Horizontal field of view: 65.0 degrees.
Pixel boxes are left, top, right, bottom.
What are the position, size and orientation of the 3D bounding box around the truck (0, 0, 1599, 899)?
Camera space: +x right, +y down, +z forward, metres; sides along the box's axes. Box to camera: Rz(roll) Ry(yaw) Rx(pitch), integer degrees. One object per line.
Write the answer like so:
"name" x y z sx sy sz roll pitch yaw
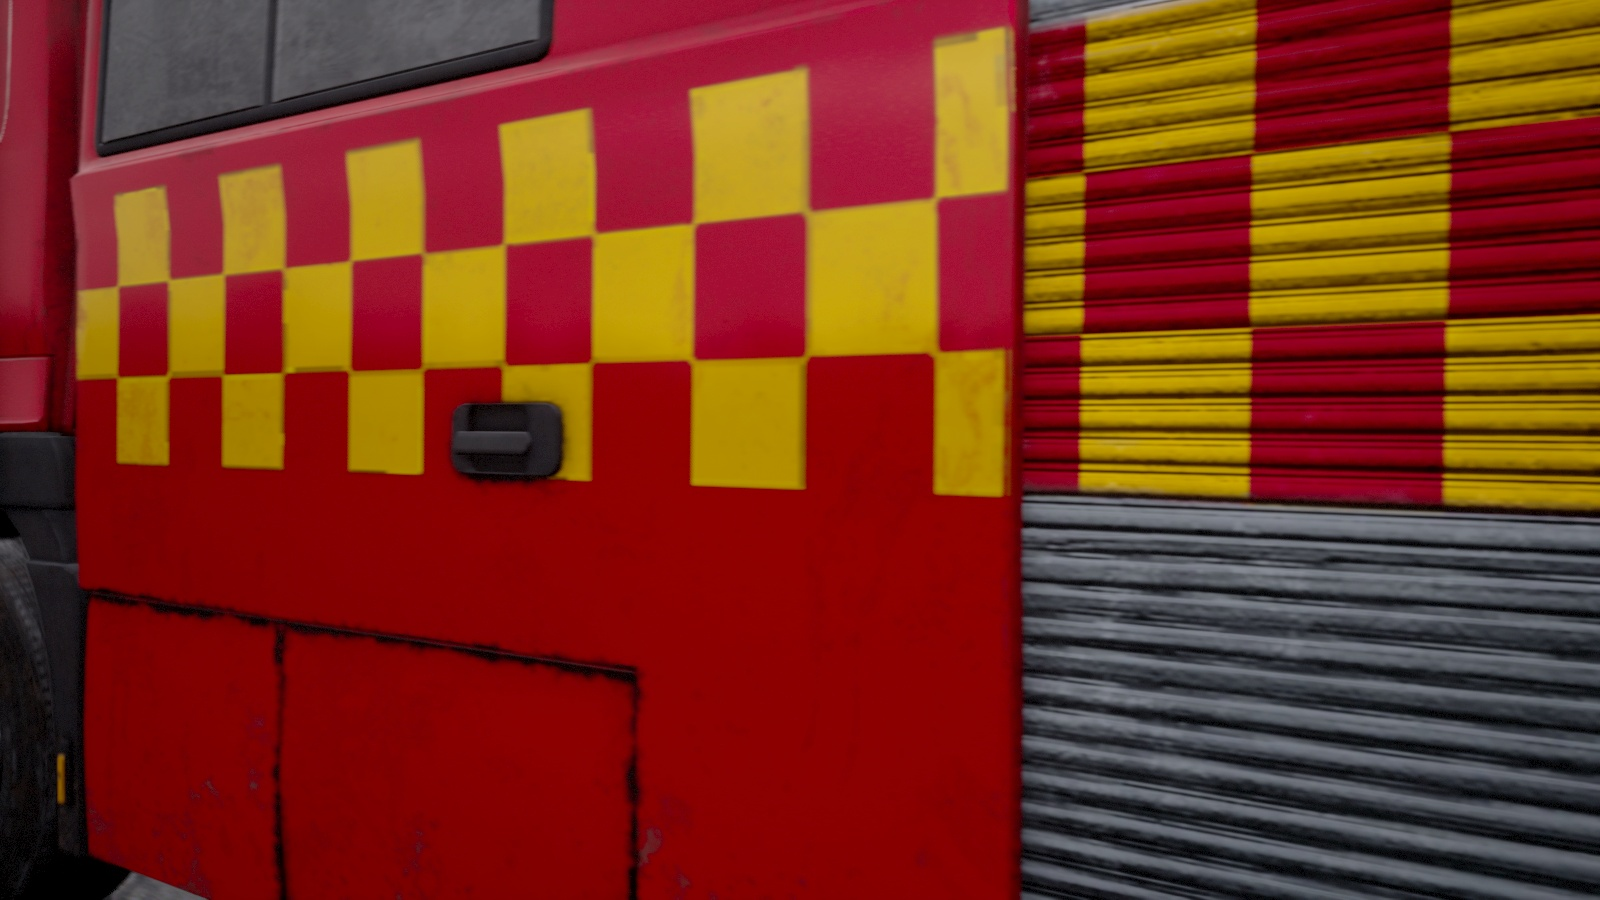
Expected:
"truck" 0.196 -0.482 3.470 8.468 3.827 2.891 0 1 34
